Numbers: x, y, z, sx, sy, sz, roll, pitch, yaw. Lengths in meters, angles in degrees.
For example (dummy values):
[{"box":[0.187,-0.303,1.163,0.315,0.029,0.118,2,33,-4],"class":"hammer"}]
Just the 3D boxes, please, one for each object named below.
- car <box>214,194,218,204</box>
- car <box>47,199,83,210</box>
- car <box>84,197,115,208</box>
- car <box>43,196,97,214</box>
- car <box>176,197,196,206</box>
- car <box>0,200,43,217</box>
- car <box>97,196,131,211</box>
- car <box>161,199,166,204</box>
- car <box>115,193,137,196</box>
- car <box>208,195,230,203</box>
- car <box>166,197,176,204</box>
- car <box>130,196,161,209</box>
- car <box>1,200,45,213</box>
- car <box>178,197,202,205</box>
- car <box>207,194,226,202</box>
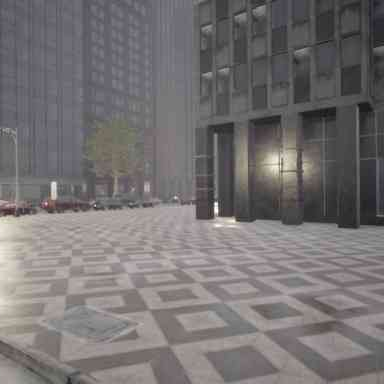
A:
[{"box":[3.100,1.223,57.748,2.192,1.841,5.009,-1,0,35],"class":"car"},{"box":[-16.732,1.643,44.042,1.802,1.307,4.206,-1,0,35],"class":"car"},{"box":[-13.528,1.486,48.681,1.967,1.590,4.097,-1,0,35],"class":"car"},{"box":[-12.929,1.291,34.554,2.192,1.841,5.009,-1,0,35],"class":"car"},{"box":[-0.105,1.463,53.108,1.887,1.381,4.507,-1,0,35],"class":"car"},{"box":[-16.133,1.577,29.914,1.802,1.307,4.206,-1,0,35],"class":"car"},{"box":[-9.722,1.526,39.192,1.947,1.339,4.313,-1,0,35],"class":"car"},{"box":[-7.211,1.546,57.819,1.752,1.417,4.829,-1,0,35],"class":"car"},{"box":[-10.193,1.232,48.650,2.150,2.045,5.566,-1,-1,35],"class":"car"},{"box":[5.373,1.417,65.560,2.128,1.511,4.902,-1,0,35],"class":"car"},{"box":[-3.907,1.575,62.599,1.947,1.339,4.313,-1,0,35],"class":"car"},{"box":[-6.516,1.510,43.830,1.947,1.339,4.313,-1,0,35],"class":"car"},{"box":[-19.938,1.644,39.403,1.947,1.339,4.313,-1,0,35],"class":"car"},{"box":[-0.298,1.507,57.339,1.994,1.385,4.181,-1,0,34],"class":"car"},{"box":[5.710,1.297,76.518,2.192,1.841,5.009,-1,0,35],"class":"car"}]
